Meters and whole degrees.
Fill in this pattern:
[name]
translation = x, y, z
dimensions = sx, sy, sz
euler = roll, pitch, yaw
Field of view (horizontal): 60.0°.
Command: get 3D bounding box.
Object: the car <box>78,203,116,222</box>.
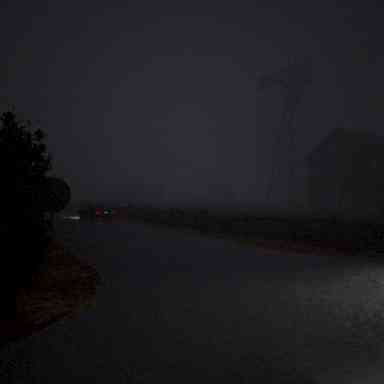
[car]
translation = -7.957, 1.620, 27.651
dimensions = 2.033, 1.411, 5.357
euler = 1, 0, -32
